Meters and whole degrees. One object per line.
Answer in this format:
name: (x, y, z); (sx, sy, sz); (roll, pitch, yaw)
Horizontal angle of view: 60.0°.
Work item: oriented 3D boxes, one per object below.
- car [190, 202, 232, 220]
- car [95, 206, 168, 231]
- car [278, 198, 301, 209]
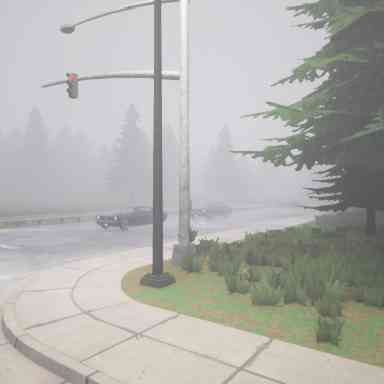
car: (1.595, 1.574, 28.546); (1.895, 1.301, 4.718); (0, 0, 35)
car: (-3.687, 1.574, 20.894); (1.895, 1.301, 4.718); (0, 0, 35)
car: (13.098, 1.498, 44.615); (1.812, 1.442, 4.674); (0, 0, 37)
